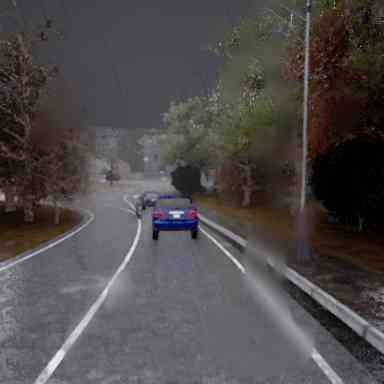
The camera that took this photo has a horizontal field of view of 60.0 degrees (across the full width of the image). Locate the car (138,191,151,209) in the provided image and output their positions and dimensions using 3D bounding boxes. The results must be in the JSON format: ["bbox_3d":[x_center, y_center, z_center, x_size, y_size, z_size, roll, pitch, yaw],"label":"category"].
[{"bbox_3d":[-4.296,0.684,34.204,2.097,1.767,4.553,-1,4,-14],"label":"car"}]

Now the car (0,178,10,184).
[{"bbox_3d":[-44.253,-2.480,75.161,2.033,1.411,5.357,2,5,24],"label":"car"}]

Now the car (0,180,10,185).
[{"bbox_3d":[-41.451,-2.289,73.491,1.895,1.301,4.718,2,5,24],"label":"car"}]

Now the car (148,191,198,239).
[{"bbox_3d":[-1.034,1.155,17.370,2.150,2.045,5.566,-1,0,-8],"label":"car"}]
